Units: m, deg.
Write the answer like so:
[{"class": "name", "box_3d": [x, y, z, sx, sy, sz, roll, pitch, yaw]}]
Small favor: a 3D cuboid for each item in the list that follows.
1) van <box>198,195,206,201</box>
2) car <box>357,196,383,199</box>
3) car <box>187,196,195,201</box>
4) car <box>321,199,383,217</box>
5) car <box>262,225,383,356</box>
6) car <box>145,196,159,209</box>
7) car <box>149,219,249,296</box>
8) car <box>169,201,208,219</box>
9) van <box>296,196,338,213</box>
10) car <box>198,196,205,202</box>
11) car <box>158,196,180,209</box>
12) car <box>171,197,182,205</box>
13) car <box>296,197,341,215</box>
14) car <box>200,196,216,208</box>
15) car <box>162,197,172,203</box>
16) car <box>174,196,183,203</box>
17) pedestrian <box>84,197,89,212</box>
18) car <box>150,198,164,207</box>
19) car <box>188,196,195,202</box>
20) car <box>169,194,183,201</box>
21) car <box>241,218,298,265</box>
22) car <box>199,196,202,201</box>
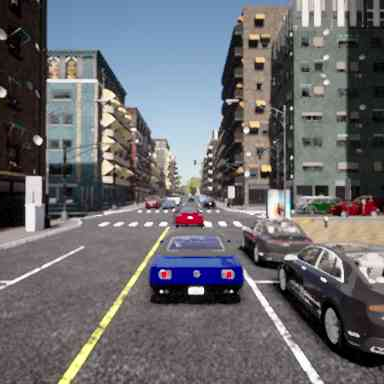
[{"class": "van", "box_3d": [2.546, 1.595, 77.649, 1.690, 1.788, 3.998, 1, 0, 0]}, {"class": "car", "box_3d": [19.216, 1.335, 36.607, 5.009, 1.841, 2.192, 0, -1, 0]}, {"class": "car", "box_3d": [-0.160, 1.782, 78.829, 2.128, 1.511, 4.902, 0, 0, 0]}, {"class": "car", "box_3d": [13.645, 1.495, 28.253, 4.206, 1.307, 1.802, 0, -1, 0]}, {"class": "car", "box_3d": [2.817, 1.571, 6.029, 2.008, 1.369, 4.403, 1, 0, 0]}, {"class": "car", "box_3d": [-5.777, 1.475, 49.815, 2.192, 1.841, 5.009, 1, 0, 0]}, {"class": "car", "box_3d": [0.081, 1.629, 8.662, 1.895, 1.301, 4.718, 0, 0, 0]}, {"class": "car", "box_3d": [-0.359, 1.626, 23.615, 1.994, 1.385, 4.181, 0, 0, -7]}, {"class": "van", "box_3d": [13.689, 1.403, 36.635, 3.998, 1.788, 1.690, 0, -1, 0]}, {"class": "car", "box_3d": [2.521, 1.836, 88.789, 1.887, 1.381, 4.507, 1, 0, 0]}, {"class": "car", "box_3d": [-3.199, 1.701, 47.750, 2.033, 1.411, 5.357, 0, 0, 0]}, {"class": "car", "box_3d": [-3.146, 1.784, 67.693, 1.994, 1.385, 4.181, 0, 0, 0]}, {"class": "car", "box_3d": [13.265, 1.371, 34.054, 4.553, 1.767, 2.097, 0, -1, 0]}, {"class": "car", "box_3d": [2.599, 1.727, 49.792, 1.947, 1.339, 4.313, 1, 0, 0]}, {"class": "car", "box_3d": [-5.836, 1.819, 77.670, 1.947, 1.339, 4.313, 1, 0, 0]}, {"class": "car", "box_3d": [-3.158, 1.755, 78.103, 1.837, 1.490, 4.892, 0, 0, 0]}, {"class": "pedestrian", "box_3d": [-12.610, 1.459, 39.726, 0.375, 1.860, 0.375, 0, -1, 0]}, {"class": "car", "box_3d": [-5.792, 1.723, 55.386, 1.887, 1.381, 4.507, 1, 0, 0]}, {"class": "car", "box_3d": [-0.181, 1.816, 89.211, 1.812, 1.442, 4.674, 0, 0, 0]}, {"class": "car", "box_3d": [-3.195, 1.408, 57.752, 2.150, 2.045, 5.566, 0, 0, 0]}, {"class": "car", "box_3d": [2.806, 1.588, 11.599, 2.008, 1.369, 4.403, 1, 0, 0]}, {"class": "car", "box_3d": [2.588, 1.762, 55.362, 1.802, 1.307, 4.206, 1, 0, 0]}]
